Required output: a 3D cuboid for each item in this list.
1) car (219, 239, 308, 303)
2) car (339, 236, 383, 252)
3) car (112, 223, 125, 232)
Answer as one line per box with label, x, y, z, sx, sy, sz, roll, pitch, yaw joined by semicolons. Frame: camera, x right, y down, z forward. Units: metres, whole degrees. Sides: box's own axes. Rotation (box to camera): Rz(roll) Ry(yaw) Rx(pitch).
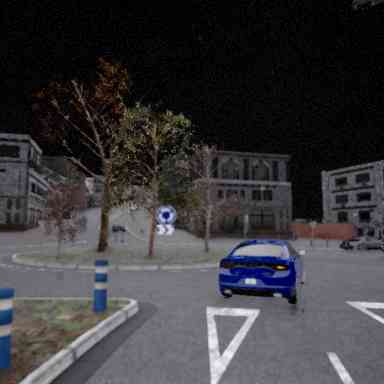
car;2.285;2.167;9.977;1.882;1.535;5.008;-3;-7;22
car;15.354;4.601;29.783;4.181;1.385;1.994;4;-7;-20
car;-12.511;5.949;56.409;1.895;1.301;4.718;2;-1;-17
